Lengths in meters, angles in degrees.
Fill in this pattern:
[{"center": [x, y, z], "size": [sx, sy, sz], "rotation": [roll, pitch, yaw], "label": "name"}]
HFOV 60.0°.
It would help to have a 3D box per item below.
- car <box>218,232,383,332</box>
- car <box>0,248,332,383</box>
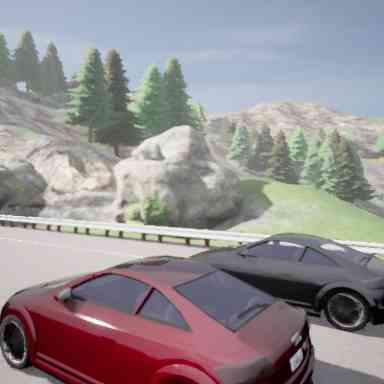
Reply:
[{"center": [1.819, 1.547, 6.843], "size": [4.181, 1.385, 1.994], "rotation": [0, 0, 35], "label": "car"}, {"center": [-0.659, 1.553, 4.294], "size": [4.181, 1.385, 1.994], "rotation": [0, 0, 34], "label": "car"}]
